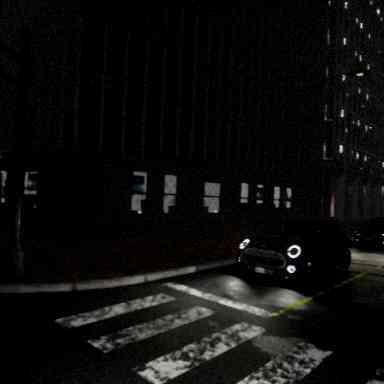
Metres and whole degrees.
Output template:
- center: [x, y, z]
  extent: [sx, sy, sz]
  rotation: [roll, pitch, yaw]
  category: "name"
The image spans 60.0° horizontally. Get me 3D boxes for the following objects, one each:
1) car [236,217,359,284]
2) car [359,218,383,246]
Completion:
- center: [3.419, 1.633, 10.732]
  extent: [2.097, 1.767, 4.553]
  rotation: [1, -1, 43]
  category: "car"
- center: [10.558, 2.161, 18.317]
  extent: [1.882, 1.535, 5.008]
  rotation: [1, -1, 44]
  category: "car"
